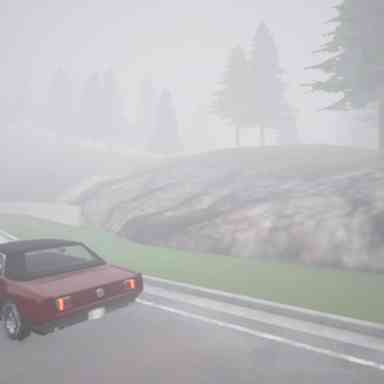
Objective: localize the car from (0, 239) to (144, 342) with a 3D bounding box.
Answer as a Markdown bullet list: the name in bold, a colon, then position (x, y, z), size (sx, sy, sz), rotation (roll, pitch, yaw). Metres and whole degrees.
- **car**: position (-3.220, 1.599, 6.527), size (4.718, 1.301, 1.895), rotation (0, 0, 38)
